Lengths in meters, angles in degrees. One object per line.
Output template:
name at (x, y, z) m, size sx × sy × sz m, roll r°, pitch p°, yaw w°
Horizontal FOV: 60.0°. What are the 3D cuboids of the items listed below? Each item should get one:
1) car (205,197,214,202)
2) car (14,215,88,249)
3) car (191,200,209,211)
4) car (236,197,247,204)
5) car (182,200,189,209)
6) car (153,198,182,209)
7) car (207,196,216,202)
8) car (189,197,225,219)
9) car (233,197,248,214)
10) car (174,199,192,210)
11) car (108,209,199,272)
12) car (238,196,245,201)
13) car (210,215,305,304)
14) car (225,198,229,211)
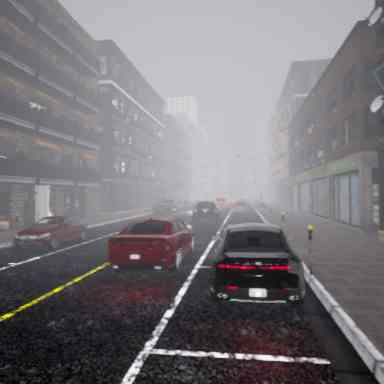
car at (4.663, 1.944, 87.886) m, size 2.008 × 1.369 × 4.403 m, roll -1°, pitch 0°, yaw 9°
car at (-6.324, 1.761, 15.444) m, size 1.802 × 1.307 × 4.206 m, roll -1°, pitch 0°, yaw 9°
car at (1.159, 1.835, 46.947) m, size 1.895 × 1.301 × 4.718 m, roll -1°, pitch 0°, yaw 9°
car at (10.412, 1.766, 69.909) m, size 2.008 × 1.369 × 4.403 m, roll -1°, pitch 0°, yaw 9°
car at (-2.099, 1.704, 43.307) m, size 1.967 × 1.590 × 4.097 m, roll -1°, pitch 0°, yaw 9°
car at (-2.945, 1.562, 37.736) m, size 2.192 × 1.841 × 5.009 m, roll -1°, pitch 0°, yaw 9°
car at (5.508, 1.960, 93.459) m, size 2.008 × 1.369 × 4.403 m, roll -1°, pitch 0°, yaw 9°
car at (1.336, 1.480, 27.366) m, size 2.097 × 1.767 × 4.553 m, roll -1°, pitch 0°, yaw 9°
car at (5.366, 1.642, 36.643) m, size 1.752 × 1.417 × 4.829 m, roll -1°, pitch 0°, yaw 9°
car at (-1.253, 1.825, 48.880) m, size 1.887 × 1.381 × 4.507 m, roll -1°, pitch 0°, yaw 9°
car at (-1.121, 1.555, 11.142) m, size 1.882 × 1.535 × 5.008 m, roll -1°, pitch 0°, yaw 9°
car at (13.819, 1.804, 92.367) m, size 1.752 × 1.417 × 4.829 m, roll -1°, pitch 0°, yaw 9°
car at (1.516, 1.527, 8.225) m, size 1.837 × 1.490 × 4.892 m, roll -1°, pitch 0°, yaw 9°
car at (3.887, 1.534, 44.847) m, size 2.097 × 1.767 × 4.553 m, roll -1°, pitch 0°, yaw 9°
